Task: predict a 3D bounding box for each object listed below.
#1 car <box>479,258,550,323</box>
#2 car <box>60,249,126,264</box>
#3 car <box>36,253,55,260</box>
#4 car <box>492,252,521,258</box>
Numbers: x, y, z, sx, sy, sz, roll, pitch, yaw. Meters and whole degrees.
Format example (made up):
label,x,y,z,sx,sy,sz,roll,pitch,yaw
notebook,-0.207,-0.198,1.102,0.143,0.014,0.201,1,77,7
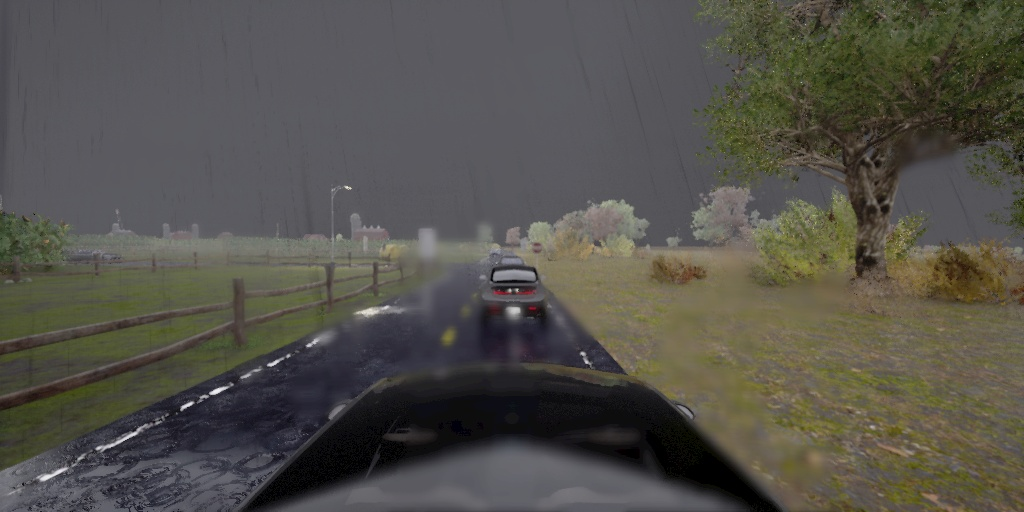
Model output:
label,x,y,z,sx,sy,sz,roll,pitch,yaw
car,0.049,0.996,10.911,1.837,1.490,4.892,0,2,0
car,-40.751,0.111,35.171,4.181,1.385,1.994,0,2,-1
car,-46.770,-0.060,37.948,5.357,1.411,2.033,0,2,0
car,-0.047,0.706,22.883,2.033,1.411,5.357,0,2,-1
